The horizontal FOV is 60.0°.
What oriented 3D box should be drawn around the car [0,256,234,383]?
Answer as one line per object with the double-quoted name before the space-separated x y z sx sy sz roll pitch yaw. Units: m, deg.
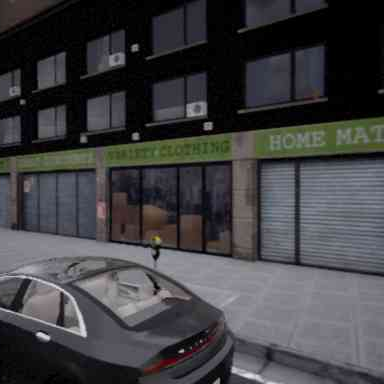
"car" -1.631 1.509 4.175 4.403 1.369 2.008 0 1 34
